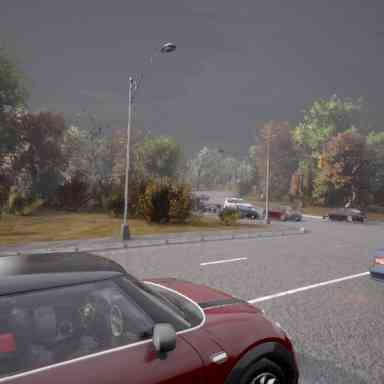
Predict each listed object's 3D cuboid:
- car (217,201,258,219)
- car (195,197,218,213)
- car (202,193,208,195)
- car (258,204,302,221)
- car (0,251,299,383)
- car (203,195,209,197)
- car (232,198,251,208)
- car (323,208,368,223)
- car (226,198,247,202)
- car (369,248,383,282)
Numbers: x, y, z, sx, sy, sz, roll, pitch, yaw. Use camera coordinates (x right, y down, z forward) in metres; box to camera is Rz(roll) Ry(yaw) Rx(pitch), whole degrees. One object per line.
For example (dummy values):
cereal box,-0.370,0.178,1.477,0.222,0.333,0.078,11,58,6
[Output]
car,5.233,2.138,36.609,2.033,1.411,5.357,3,-1,-23
car,1.914,1.955,45.764,1.837,1.490,4.892,3,1,-17
car,3.015,1.063,78.433,2.128,1.511,4.902,2,2,-1
car,9.605,2.113,35.467,2.097,1.767,4.553,3,-1,-24
car,-1.121,1.354,2.946,4.553,1.767,2.097,0,0,-36
car,3.246,1.867,53.812,1.882,1.535,5.008,2,1,-14
car,9.021,2.038,60.519,1.994,1.385,4.181,2,2,-12
car,16.735,2.577,36.541,1.837,1.490,4.892,0,0,-28
car,6.175,1.881,44.070,2.150,2.045,5.566,3,0,-19
car,6.634,1.666,8.499,5.357,1.411,2.033,2,-1,-36
